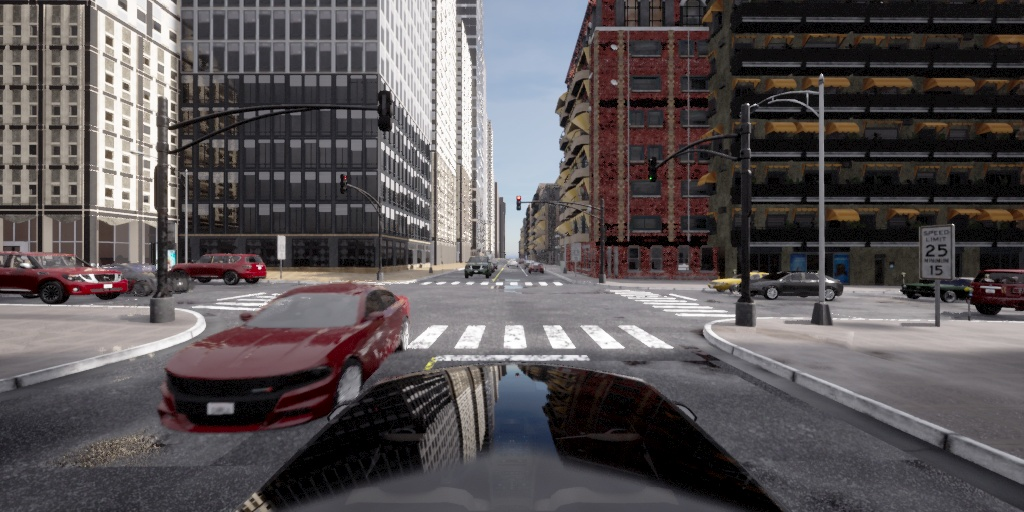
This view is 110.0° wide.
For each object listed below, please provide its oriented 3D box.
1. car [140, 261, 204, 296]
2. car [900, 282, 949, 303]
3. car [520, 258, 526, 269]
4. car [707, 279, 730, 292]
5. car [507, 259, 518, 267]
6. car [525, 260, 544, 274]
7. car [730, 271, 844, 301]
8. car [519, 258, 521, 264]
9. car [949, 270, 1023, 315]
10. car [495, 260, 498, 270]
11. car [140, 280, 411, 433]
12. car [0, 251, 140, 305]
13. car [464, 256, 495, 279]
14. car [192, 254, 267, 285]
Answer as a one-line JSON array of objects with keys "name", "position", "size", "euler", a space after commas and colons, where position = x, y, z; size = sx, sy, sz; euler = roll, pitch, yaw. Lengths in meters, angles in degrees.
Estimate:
[{"name": "car", "position": [-16.756, 1.028, 15.921], "size": [4.181, 1.385, 1.994], "euler": [1, 0, -1]}, {"name": "car", "position": [24.213, 1.827, 19.456], "size": [4.718, 1.301, 1.895], "euler": [1, 0, -1]}, {"name": "car", "position": [2.715, 1.317, 54.588], "size": [2.007, 1.370, 4.403], "euler": [0, 0, 0]}, {"name": "car", "position": [14.640, 1.587, 21.968], "size": [4.829, 1.417, 1.751], "euler": [0, 0, 0]}, {"name": "car", "position": [0.136, 1.299, 64.877], "size": [1.812, 1.442, 4.674], "euler": [0, 0, 0]}, {"name": "car", "position": [2.760, 1.341, 41.671], "size": [1.802, 1.307, 4.207], "euler": [0, 0, 0]}, {"name": "car", "position": [14.922, 1.562, 19.350], "size": [4.892, 1.490, 1.837], "euler": [1, 0, 2]}, {"name": "car", "position": [2.719, 1.321, 60.236], "size": [2.007, 1.370, 4.403], "euler": [0, 0, 0]}, {"name": "car", "position": [20.604, 1.461, 13.669], "size": [5.009, 1.841, 2.192], "euler": [0, 0, 0]}, {"name": "car", "position": [-3.073, 1.286, 43.648], "size": [1.812, 1.442, 4.674], "euler": [0, 0, 0]}, {"name": "car", "position": [-3.040, 1.228, 6.014], "size": [1.882, 1.535, 5.008], "euler": [1, 0, -4]}, {"name": "car", "position": [-17.570, 0.757, 13.321], "size": [5.009, 1.841, 2.192], "euler": [0, 0, 0]}, {"name": "car", "position": [-3.085, 0.977, 33.574], "size": [2.150, 2.045, 5.566], "euler": [0, 0, 0]}, {"name": "car", "position": [-17.701, 0.776, 21.701], "size": [5.009, 1.841, 2.192], "euler": [0, 0, 0]}]
